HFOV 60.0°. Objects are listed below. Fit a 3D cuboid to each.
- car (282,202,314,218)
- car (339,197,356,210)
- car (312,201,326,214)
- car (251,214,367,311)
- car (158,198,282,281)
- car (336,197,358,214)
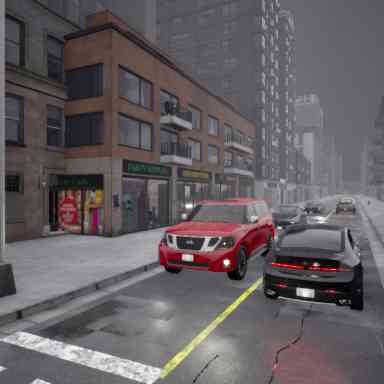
[{"bbox_3d":[5.873,1.562,20.313,2.033,1.411,5.357,0,0,26],"label":"car"},{"bbox_3d":[20.699,1.468,44.248,1.882,1.535,5.008,0,0,26],"label":"car"},{"bbox_3d":[12.070,1.611,32.978,1.895,1.301,4.718,0,0,26],"label":"car"},{"bbox_3d":[3.034,1.507,7.974,1.837,1.490,4.892,0,0,26],"label":"car"},{"bbox_3d":[1.102,1.236,10.521,2.150,2.045,5.566,0,0,26],"label":"car"},{"bbox_3d":[16.173,1.488,34.852,2.128,1.511,4.902,0,0,27],"label":"car"}]
